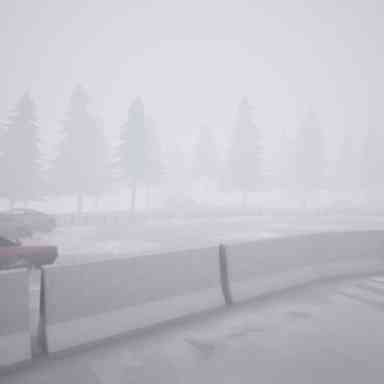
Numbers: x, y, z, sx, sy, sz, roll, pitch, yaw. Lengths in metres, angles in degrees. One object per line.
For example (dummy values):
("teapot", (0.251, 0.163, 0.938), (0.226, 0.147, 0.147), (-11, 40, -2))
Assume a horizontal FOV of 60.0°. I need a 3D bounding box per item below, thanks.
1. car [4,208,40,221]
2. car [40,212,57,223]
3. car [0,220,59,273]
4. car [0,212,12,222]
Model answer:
("car", (-9.125, 1.562, 14.373), (4.181, 1.385, 1.994), (0, 0, -34))
("car", (-9.633, 1.569, 18.193), (4.181, 1.385, 1.994), (0, 0, -33))
("car", (-5.950, 1.597, 8.167), (4.718, 1.301, 1.895), (0, 0, -35))
("car", (-8.347, 1.557, 10.643), (4.181, 1.385, 1.994), (0, 0, -35))
